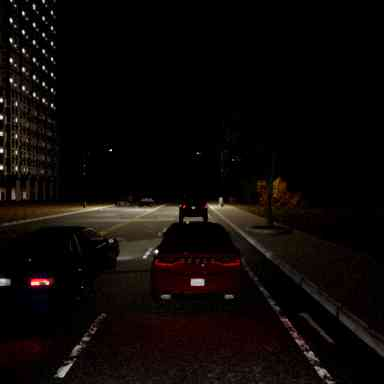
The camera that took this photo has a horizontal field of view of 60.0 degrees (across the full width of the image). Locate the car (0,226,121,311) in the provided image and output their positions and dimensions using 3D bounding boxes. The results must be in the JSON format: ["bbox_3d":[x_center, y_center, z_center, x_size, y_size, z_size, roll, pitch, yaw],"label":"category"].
[{"bbox_3d":[-3.148,1.547,8.033,2.033,1.411,5.357,0,0,0],"label":"car"}]

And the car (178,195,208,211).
[{"bbox_3d":[0.104,1.219,26.537,2.150,2.045,5.566,0,0,0],"label":"car"}]

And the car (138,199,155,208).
[{"bbox_3d":[-6.500,1.594,47.926,1.895,1.301,4.718,0,0,0],"label":"car"}]

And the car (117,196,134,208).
[{"bbox_3d":[-9.740,1.411,49.112,1.837,1.490,4.892,0,0,0],"label":"car"}]

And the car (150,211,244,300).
[{"bbox_3d":[0.102,1.477,8.458,1.882,1.535,5.008,0,0,0],"label":"car"}]
